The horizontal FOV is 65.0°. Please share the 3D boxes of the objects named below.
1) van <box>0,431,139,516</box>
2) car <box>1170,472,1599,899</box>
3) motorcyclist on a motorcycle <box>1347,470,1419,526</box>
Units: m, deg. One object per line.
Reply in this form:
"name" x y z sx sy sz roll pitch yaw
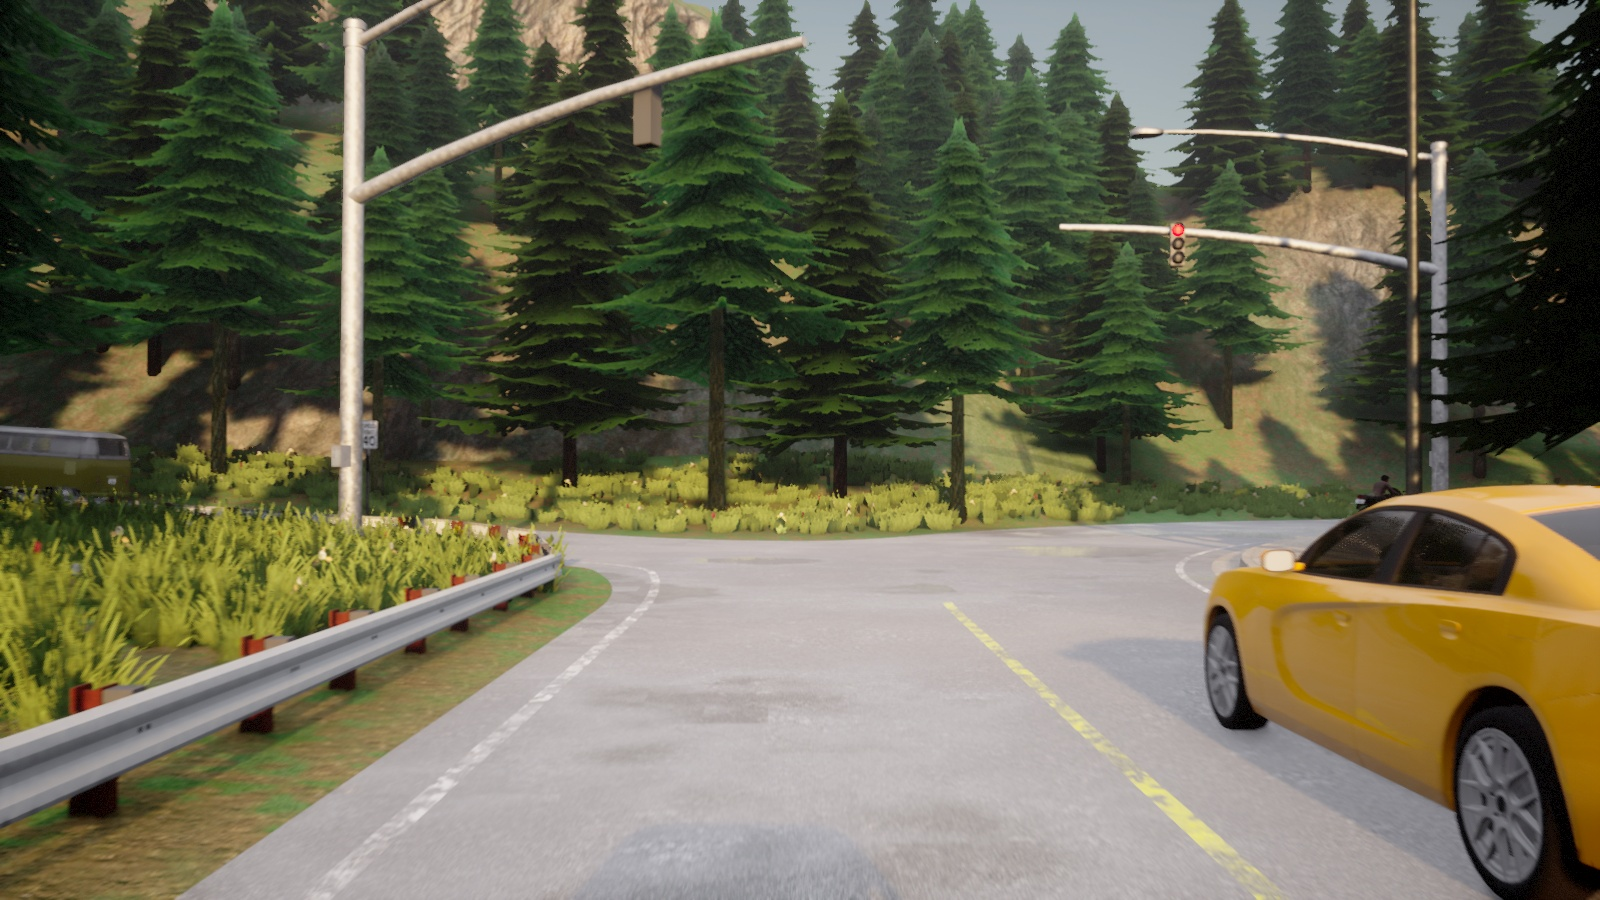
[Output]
"van" -19.696 0.565 32.263 4.442 1.987 1.775 3 -1 5
"car" 3.496 0.882 6.144 1.882 1.535 5.008 0 -1 0
"motorcyclist on a motorcycle" 16.469 1.327 35.462 2.044 1.523 0.797 0 0 -29
